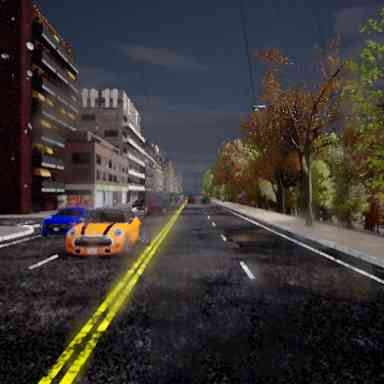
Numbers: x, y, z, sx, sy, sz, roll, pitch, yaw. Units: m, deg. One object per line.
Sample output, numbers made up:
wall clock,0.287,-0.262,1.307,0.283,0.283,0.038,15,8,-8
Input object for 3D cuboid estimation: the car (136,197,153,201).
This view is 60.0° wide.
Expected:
car,-6.620,1.738,43.327,1.837,1.490,4.892,0,0,0

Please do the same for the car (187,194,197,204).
car,-0.034,1.879,73.917,1.882,1.535,5.008,0,0,0

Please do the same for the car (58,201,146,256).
car,-3.357,1.424,13.453,2.097,1.767,4.553,0,0,0

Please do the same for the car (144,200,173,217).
car,-3.372,1.785,33.869,1.994,1.385,4.181,0,0,0

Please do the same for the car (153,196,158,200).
car,-6.616,1.765,52.817,1.882,1.535,5.008,0,0,0

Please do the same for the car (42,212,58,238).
car,-6.614,1.585,18.670,1.882,1.535,5.008,0,-1,0

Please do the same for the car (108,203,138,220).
car,-6.624,1.839,32.356,1.895,1.301,4.718,-1,0,0

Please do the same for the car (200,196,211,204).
car,3.215,1.901,73.919,1.837,1.490,4.892,0,0,0

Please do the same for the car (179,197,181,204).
car,-3.350,1.827,59.317,1.837,1.490,4.892,0,0,0

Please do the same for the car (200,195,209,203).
car,3.211,1.736,84.306,2.097,1.767,4.553,0,0,0

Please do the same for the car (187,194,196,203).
car,-0.040,1.606,84.365,2.150,2.045,5.566,0,0,0

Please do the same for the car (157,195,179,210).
car,-3.367,1.609,47.702,2.097,1.767,4.553,0,0,0
